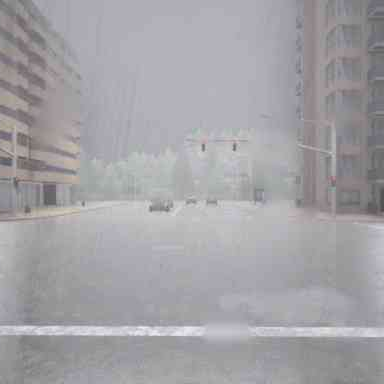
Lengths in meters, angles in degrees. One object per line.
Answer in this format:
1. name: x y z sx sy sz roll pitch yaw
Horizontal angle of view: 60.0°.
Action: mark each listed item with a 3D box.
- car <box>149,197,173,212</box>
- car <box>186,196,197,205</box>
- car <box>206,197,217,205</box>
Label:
1. car: -3.655 1.352 38.356 2.097 1.767 4.553 0 0 0
2. car: -0.088 1.526 60.090 1.812 1.442 4.674 0 0 0
3. car: 3.546 1.547 59.453 2.033 1.411 5.357 0 0 2
